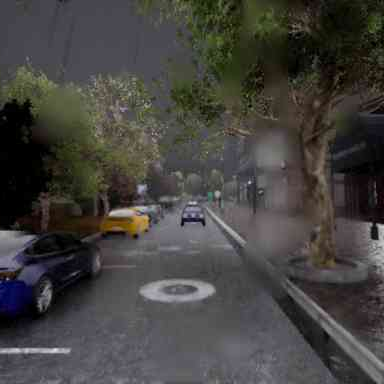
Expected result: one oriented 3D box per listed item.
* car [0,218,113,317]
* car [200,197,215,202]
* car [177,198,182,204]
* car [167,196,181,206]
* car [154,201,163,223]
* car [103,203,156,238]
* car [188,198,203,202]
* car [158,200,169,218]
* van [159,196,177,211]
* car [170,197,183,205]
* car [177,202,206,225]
[{"bbox_3d":[-3.638,1.568,7.652,2.163,1.488,4.792,1,0,2],"label":"car"},{"bbox_3d":[3.378,2.107,90.947,2.231,1.521,4.892,-2,-2,29],"label":"car"},{"bbox_3d":[-3.425,1.869,57.986,2.231,1.521,4.892,0,0,2],"label":"car"},{"bbox_3d":[-3.426,1.751,63.695,2.185,1.767,4.553,-1,0,2],"label":"car"},{"bbox_3d":[-3.653,1.673,24.322,2.097,1.535,5.008,0,0,2],"label":"car"},{"bbox_3d":[-3.644,1.628,18.761,2.097,1.535,5.008,1,-1,2],"label":"car"},{"bbox_3d":[0.084,1.855,42.889,1.812,1.442,4.674,0,0,0],"label":"car"},{"bbox_3d":[-3.659,1.748,29.928,2.163,1.488,4.792,0,0,2],"label":"car"},{"bbox_3d":[-3.644,1.600,46.734,1.878,1.987,4.442,1,0,2],"label":"van"},{"bbox_3d":[-3.187,1.888,69.397,2.097,1.535,5.008,0,0,2],"label":"car"},{"bbox_3d":[0.089,1.754,25.908,2.033,1.411,5.357,0,0,0],"label":"car"}]
